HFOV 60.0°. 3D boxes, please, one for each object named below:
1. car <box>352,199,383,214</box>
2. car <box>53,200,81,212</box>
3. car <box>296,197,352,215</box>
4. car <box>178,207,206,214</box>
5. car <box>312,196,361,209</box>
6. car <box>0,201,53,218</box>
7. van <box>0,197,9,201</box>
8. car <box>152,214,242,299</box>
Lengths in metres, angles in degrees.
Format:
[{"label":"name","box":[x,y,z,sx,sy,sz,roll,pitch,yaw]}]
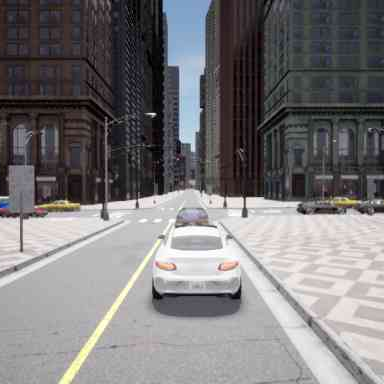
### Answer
[{"label":"car","box":[17.049,1.338,30.094,4.403,1.369,2.008,-1,1,0]},{"label":"car","box":[-15.465,1.582,38.669,4.829,1.417,1.752,-1,1,0]},{"label":"car","box":[11.670,1.415,30.103,4.313,1.339,1.947,-1,1,0]},{"label":"car","box":[0.021,1.531,17.878,2.033,1.411,5.357,0,0,1]},{"label":"car","box":[16.716,1.229,38.619,4.829,1.417,1.752,-1,1,0]},{"label":"car","box":[-15.298,1.725,30.145,4.206,1.307,1.802,-1,1,0]},{"label":"van","box":[-20.977,1.453,38.673,3.998,1.788,1.690,-1,1,0]},{"label":"car","box":[0.096,1.520,8.288,1.812,1.442,4.674,0,0,0]}]
